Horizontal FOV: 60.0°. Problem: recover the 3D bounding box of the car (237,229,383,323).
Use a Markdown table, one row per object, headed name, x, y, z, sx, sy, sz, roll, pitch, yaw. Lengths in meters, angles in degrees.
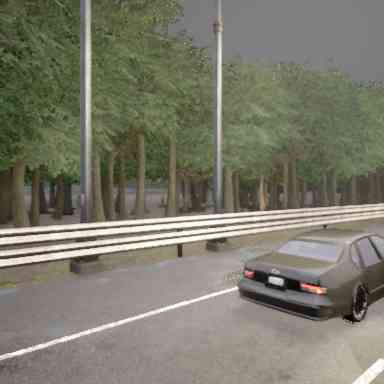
| name | x | y | z | sx | sy | sz | roll | pitch | yaw |
| --- | --- | --- | --- | --- | --- | --- | --- | --- | --- |
| car | 3.287 | 1.534 | 7.233 | 5.357 | 1.411 | 2.033 | 0 | 0 | -41 |
